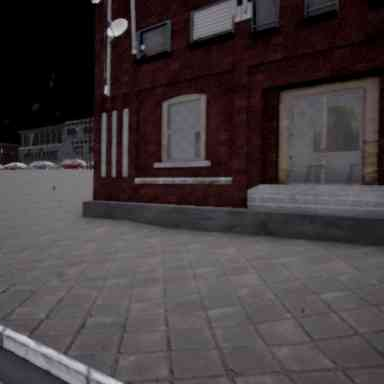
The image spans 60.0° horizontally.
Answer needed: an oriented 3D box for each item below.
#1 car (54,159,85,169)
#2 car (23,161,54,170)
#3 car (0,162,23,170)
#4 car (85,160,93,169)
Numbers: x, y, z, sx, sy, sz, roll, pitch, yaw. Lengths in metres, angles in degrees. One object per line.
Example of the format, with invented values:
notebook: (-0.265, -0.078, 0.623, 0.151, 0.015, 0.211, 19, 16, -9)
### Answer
car: (-14.449, -3.366, 41.808, 4.553, 1.767, 2.185, 1, 1, 26)
car: (-19.530, -3.362, 44.249, 4.892, 1.521, 2.231, 1, 1, 27)
car: (-24.363, -3.424, 46.706, 4.674, 1.452, 2.002, 1, 1, 28)
car: (-9.347, -3.347, 39.471, 5.566, 2.045, 2.435, 2, 1, 25)
